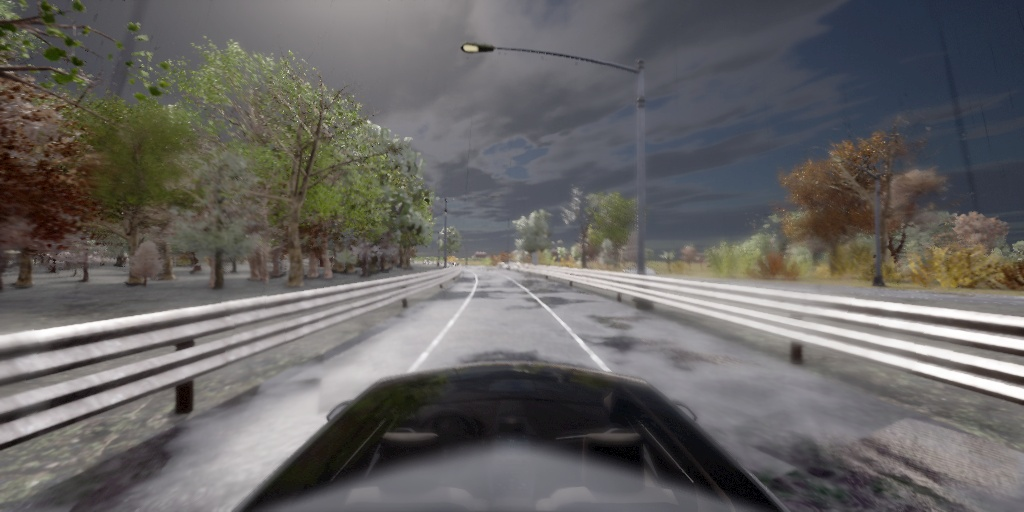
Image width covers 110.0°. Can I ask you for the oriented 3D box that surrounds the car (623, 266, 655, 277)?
[{"bbox_3d":[16.644,2.087,47.099,1.812,1.442,4.674,0,-1,-25],"label":"car"}]
